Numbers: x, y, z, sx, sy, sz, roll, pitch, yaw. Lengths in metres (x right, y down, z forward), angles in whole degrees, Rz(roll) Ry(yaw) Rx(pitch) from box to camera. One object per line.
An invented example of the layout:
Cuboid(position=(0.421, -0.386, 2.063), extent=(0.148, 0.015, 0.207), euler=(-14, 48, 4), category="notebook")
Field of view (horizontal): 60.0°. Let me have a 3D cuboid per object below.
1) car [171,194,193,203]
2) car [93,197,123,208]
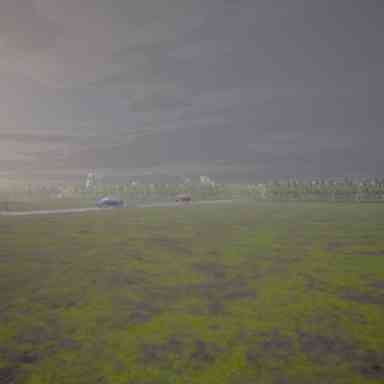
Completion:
Cuboid(position=(-1.742, 1.146, 61.399), extent=(1.882, 1.535, 5.008), euler=(-1, 0, 37), category="car")
Cuboid(position=(-11.973, 1.427, 47.760), extent=(1.812, 1.442, 4.674), euler=(-1, 0, 37), category="car")
